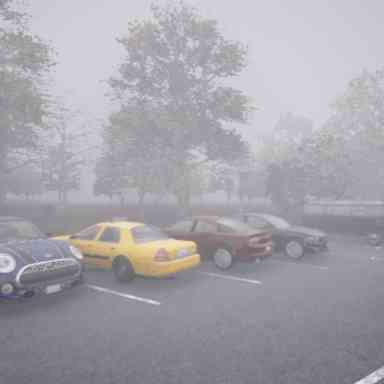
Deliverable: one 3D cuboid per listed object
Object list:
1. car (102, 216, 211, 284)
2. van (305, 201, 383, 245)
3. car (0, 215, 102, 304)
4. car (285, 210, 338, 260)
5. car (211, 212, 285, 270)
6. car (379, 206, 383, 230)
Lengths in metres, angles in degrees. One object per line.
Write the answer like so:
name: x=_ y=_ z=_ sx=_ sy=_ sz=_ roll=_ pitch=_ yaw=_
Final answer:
car: x=-2.319 y=1.521 z=9.751 sx=5.366 sy=1.575 sz=1.946 roll=-1 pitch=-1 yaw=35
van: x=7.512 y=1.423 z=16.471 sx=4.442 sy=1.987 sz=1.878 roll=-1 pitch=-1 yaw=36
car: x=-4.613 y=1.366 z=7.956 sx=4.553 sy=1.767 sz=2.185 roll=-1 pitch=-1 yaw=35
car: x=2.709 y=1.585 z=13.053 sx=5.008 sy=1.535 sz=2.097 roll=-1 pitch=-1 yaw=35
car: x=0.272 y=1.553 z=11.342 sx=5.008 sy=1.535 sz=2.097 roll=-1 pitch=-1 yaw=35
car: x=15.016 y=1.747 z=21.361 sx=5.008 sy=1.535 sz=2.097 roll=-1 pitch=-1 yaw=36
